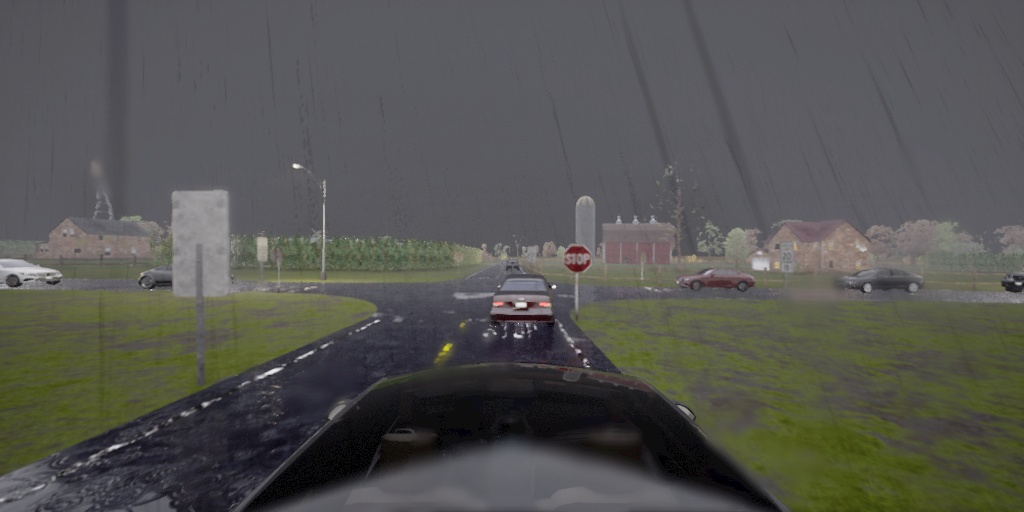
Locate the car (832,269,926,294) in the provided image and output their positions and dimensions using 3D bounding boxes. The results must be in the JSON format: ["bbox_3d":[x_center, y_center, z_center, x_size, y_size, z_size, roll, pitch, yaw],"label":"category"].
[{"bbox_3d":[23.317,1.581,22.899,4.892,1.490,1.837,1,1,0],"label":"car"}]

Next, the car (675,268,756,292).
[{"bbox_3d":[12.923,1.458,22.900,4.674,1.442,1.812,1,1,1],"label":"car"}]

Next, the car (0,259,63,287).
[{"bbox_3d":[-27.873,0.899,19.780,4.674,1.442,1.812,1,1,0],"label":"car"}]

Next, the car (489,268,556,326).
[{"bbox_3d":[0.457,1.294,11.659,2.033,1.411,5.357,0,0,5],"label":"car"}]

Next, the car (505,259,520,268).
[{"bbox_3d":[0.107,1.270,52.116,1.837,1.490,4.892,0,0,0],"label":"car"}]

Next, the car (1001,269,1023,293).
[{"bbox_3d":[35.137,1.457,22.930,5.566,2.045,2.150,1,1,0],"label":"car"}]

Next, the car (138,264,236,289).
[{"bbox_3d":[-17.828,1.087,19.808,4.181,1.385,1.994,1,1,-1],"label":"car"}]
